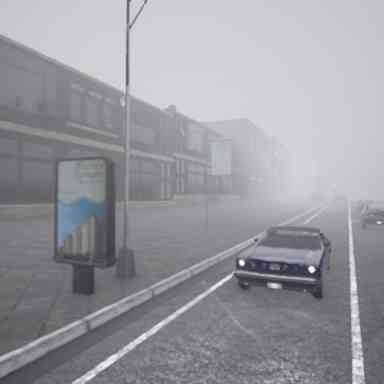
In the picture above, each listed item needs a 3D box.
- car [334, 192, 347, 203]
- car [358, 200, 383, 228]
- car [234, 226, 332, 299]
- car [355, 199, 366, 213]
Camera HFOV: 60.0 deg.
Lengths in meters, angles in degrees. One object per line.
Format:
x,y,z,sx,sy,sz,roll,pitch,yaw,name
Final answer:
28.345,1.049,63.474,2.150,2.045,5.566,0,0,25,car
12.263,1.543,22.107,1.837,1.490,4.892,0,1,26,car
2.648,1.635,8.880,1.895,1.301,4.718,0,0,25,car
18.758,1.511,35.905,2.033,1.411,5.357,0,0,26,car
